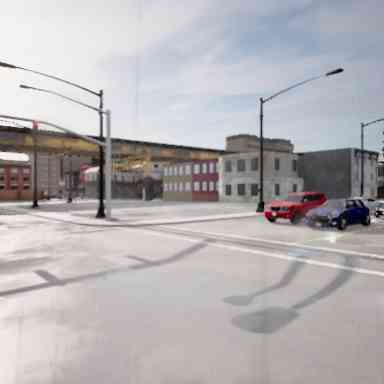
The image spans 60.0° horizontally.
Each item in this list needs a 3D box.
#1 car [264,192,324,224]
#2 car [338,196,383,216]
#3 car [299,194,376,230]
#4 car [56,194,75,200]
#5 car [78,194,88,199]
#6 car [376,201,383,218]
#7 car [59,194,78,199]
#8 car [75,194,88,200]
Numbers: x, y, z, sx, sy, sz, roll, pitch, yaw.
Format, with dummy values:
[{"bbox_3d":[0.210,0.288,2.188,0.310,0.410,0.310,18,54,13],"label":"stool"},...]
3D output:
[{"bbox_3d":[7.480,1.047,23.374,5.566,2.045,2.150,-1,1,-39],"label":"car"},{"bbox_3d":[15.050,1.187,29.511,4.674,1.442,1.812,-1,1,-38],"label":"car"},{"bbox_3d":[8.749,1.197,19.882,4.553,1.767,2.097,-1,1,-39],"label":"car"},{"bbox_3d":[-32.610,1.298,87.717,4.974,1.542,2.038,0,0,21],"label":"car"},{"bbox_3d":[-28.900,1.138,88.080,1.853,1.218,4.536,0,0,-9],"label":"car"},{"bbox_3d":[15.796,1.192,25.612,4.902,1.511,2.128,-1,1,-39],"label":"car"},{"bbox_3d":[-32.658,1.141,87.735,4.536,1.218,1.853,0,0,21],"label":"car"},{"bbox_3d":[-28.892,1.296,88.029,2.038,1.542,4.974,0,0,-9],"label":"car"}]
